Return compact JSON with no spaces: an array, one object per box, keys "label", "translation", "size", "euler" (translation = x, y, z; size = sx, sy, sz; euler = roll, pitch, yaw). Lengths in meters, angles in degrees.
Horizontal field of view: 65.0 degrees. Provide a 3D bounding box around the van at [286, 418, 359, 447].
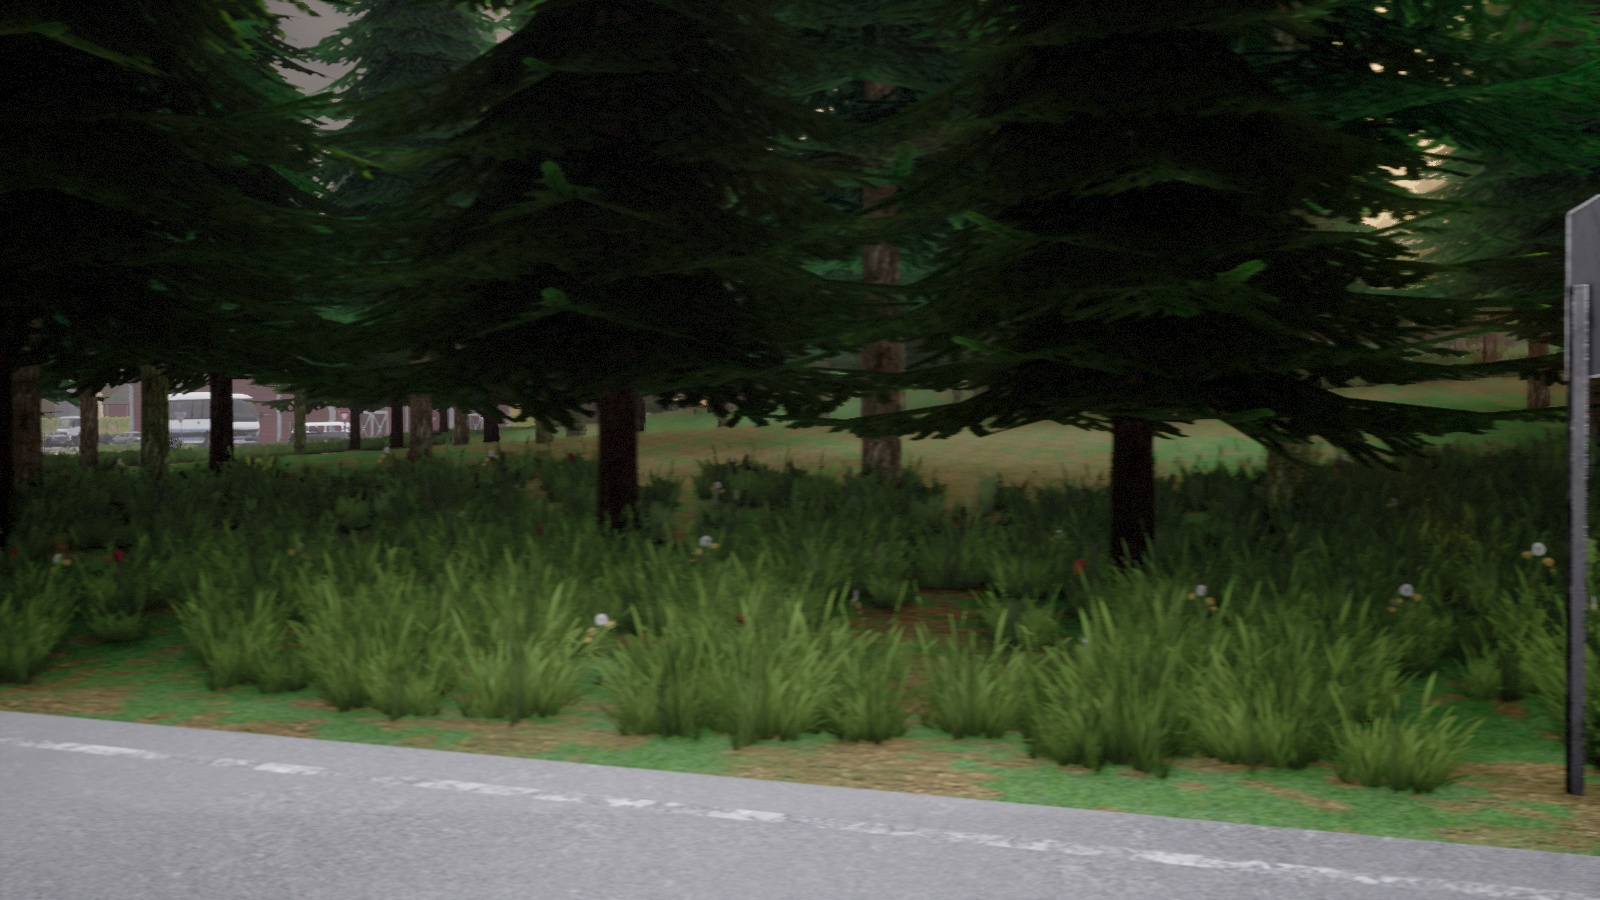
[{"label":"van","translation":[-34.597,-1.260,90.991],"size":[4.480,2.038,2.069],"euler":[0,0,1]}]
